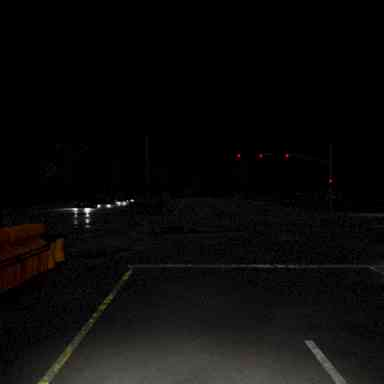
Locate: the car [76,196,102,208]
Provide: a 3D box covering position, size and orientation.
[{"bbox_3d":[-14.047,1.331,44.641,1.837,1.490,4.892,0,0,0],"label":"car"}]

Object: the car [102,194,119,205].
[{"bbox_3d":[-14.023,1.134,54.672,2.097,1.767,4.553,0,0,0],"label":"car"}]

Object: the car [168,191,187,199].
[{"bbox_3d":[-4.171,0.822,95.213,2.150,2.045,5.566,0,0,-22],"label":"car"}]

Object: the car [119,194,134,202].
[{"bbox_3d":[-13.926,1.215,68.140,2.128,1.511,4.902,0,0,0],"label":"car"}]

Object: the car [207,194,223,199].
[{"bbox_3d":[6.999,1.146,94.647,2.033,1.411,5.357,0,0,-18],"label":"car"}]
